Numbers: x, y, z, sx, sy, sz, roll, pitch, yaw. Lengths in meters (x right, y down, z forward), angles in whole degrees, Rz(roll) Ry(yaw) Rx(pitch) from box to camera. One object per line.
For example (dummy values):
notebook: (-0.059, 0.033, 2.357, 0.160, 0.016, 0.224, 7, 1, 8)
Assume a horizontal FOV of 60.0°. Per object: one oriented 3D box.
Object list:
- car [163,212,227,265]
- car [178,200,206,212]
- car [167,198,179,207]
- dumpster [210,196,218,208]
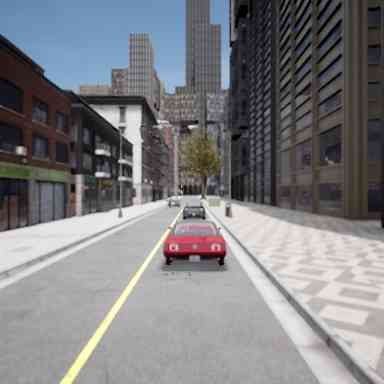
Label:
car: (0.110, 1.624, 11.782, 1.895, 1.301, 4.718, 0, 0, 1)
car: (0.185, 1.561, 28.220, 2.128, 1.511, 4.902, 0, 0, 1)
car: (-2.853, 1.638, 52.523, 2.128, 1.511, 4.902, 0, 0, 1)
dumpster: (3.344, 1.534, 50.086, 1.020, 1.700, 1.940, 0, 0, 0)
